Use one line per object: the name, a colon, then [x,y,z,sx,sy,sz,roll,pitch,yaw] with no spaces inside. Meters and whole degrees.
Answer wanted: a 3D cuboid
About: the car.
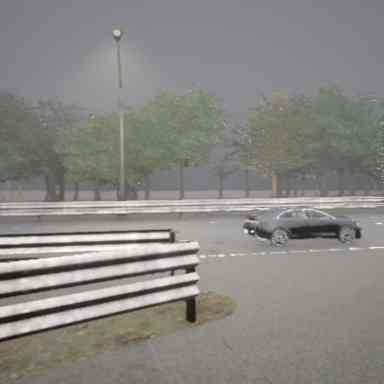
car: [4.531,1.335,13.749,4.902,1.511,2.128,-1,1,-11]
